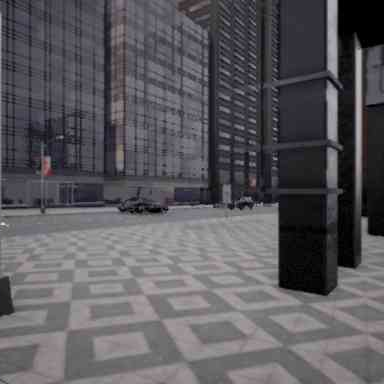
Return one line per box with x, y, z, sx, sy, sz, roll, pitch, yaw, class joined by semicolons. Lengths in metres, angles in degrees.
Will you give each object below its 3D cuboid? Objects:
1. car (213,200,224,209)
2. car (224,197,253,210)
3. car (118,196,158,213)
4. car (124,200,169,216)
5.402;2.053;56.179;2.128;1.511;4.902;0;-1;36;car
8.000;1.765;54.225;2.150;2.045;5.566;0;-1;36;car
-6.302;1.506;40.110;2.150;2.045;5.566;0;-1;36;car
-4.757;1.865;36.705;1.895;1.301;4.718;0;-1;36;car
